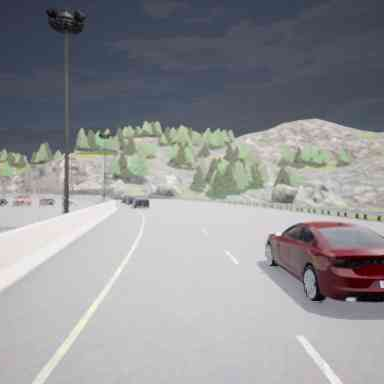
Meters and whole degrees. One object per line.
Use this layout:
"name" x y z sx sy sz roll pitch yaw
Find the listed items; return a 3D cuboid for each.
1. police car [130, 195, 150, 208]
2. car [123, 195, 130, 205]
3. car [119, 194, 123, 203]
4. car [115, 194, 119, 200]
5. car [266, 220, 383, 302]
"police car" -6.805 1.271 44.399 1.930 1.638 5.238 0 0 -14
"car" -9.590 1.320 54.131 1.837 1.490 4.892 0 0 -18
"car" -11.538 1.302 59.953 1.837 1.490 4.892 0 0 -19
"car" -17.605 1.166 77.618 2.033 1.411 5.357 0 0 -25
"car" 3.271 1.439 8.244 1.882 1.535 5.008 0 0 -3
